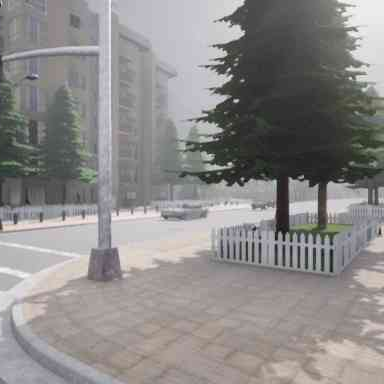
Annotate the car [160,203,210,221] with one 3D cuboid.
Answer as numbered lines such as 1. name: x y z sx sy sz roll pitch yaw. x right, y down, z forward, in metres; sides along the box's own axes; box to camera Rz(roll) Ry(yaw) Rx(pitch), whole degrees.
1. car: -0.513 1.591 27.307 1.895 1.301 4.718 0 0 34

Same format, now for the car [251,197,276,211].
1. car: 8.950 1.408 41.186 1.837 1.490 4.892 0 0 34
